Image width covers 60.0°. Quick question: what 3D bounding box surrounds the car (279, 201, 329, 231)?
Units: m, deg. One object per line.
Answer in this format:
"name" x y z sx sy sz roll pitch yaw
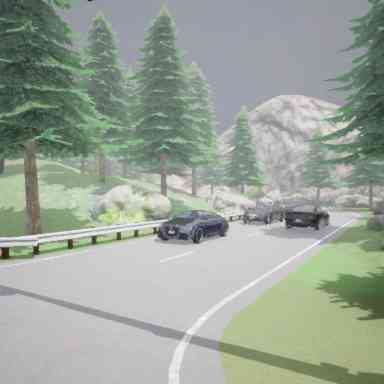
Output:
"car" 7.370 1.545 21.047 1.882 1.535 5.008 0 -1 32

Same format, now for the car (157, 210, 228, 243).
"car" 0.150 1.573 16.212 1.994 1.385 4.181 0 0 32

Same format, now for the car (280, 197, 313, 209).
"car" 15.481 1.568 49.595 1.837 1.490 4.892 5 -2 -26

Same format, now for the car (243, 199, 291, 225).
"car" 5.381 1.506 24.671 2.128 1.511 4.902 0 0 32

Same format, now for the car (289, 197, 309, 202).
"car" 10.532 1.525 33.494 1.837 1.490 4.892 0 0 25
